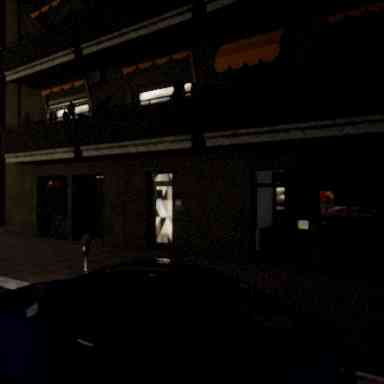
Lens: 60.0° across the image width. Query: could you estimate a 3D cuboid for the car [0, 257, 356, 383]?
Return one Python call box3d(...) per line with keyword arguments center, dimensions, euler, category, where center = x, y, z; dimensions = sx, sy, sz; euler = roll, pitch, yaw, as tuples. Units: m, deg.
box3d(center=(-0.706, 1.532, 3.862), dimensions=(4.674, 1.442, 1.812), euler=(0, 0, 34), category="car")
